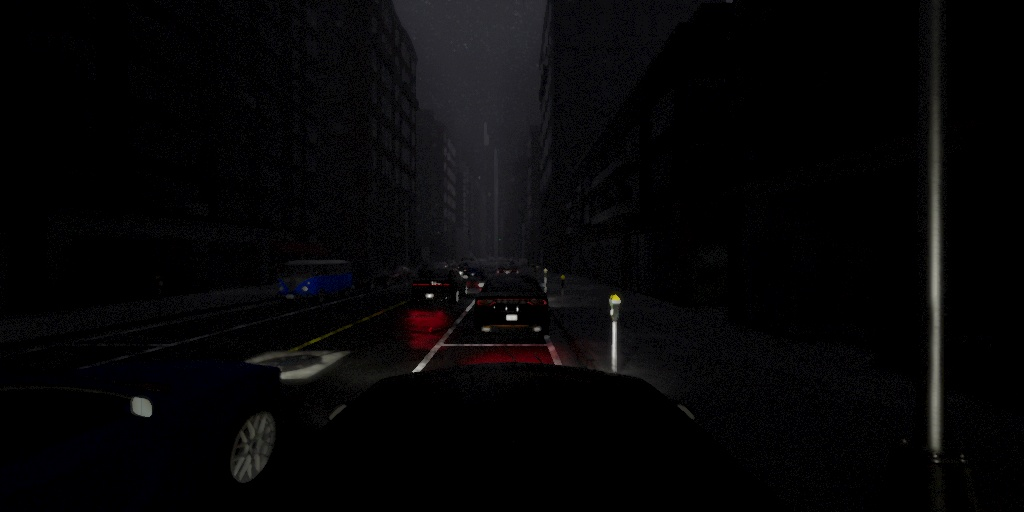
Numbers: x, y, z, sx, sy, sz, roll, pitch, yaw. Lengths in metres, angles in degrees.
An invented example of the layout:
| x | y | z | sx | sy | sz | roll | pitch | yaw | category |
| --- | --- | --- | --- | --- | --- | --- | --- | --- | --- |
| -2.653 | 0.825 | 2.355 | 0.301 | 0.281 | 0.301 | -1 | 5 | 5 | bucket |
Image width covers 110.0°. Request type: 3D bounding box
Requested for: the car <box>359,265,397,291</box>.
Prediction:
| x | y | z | sx | sy | sz | roll | pitch | yaw | category |
| --- | --- | --- | --- | --- | --- | --- | --- | --- | --- |
| -8.813 | 1.317 | 21.829 | 1.948 | 1.339 | 4.313 | 0 | 0 | 0 | car |

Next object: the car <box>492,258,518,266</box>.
| x | y | z | sx | sy | sz | roll | pitch | yaw | category |
| --- | --- | --- | --- | --- | --- | --- | --- | --- | --- |
| -0.288 | 1.192 | 27.330 | 1.967 | 1.591 | 4.097 | 0 | 0 | 0 | car |

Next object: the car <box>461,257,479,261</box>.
| x | y | z | sx | sy | sz | roll | pitch | yaw | category |
| --- | --- | --- | --- | --- | --- | --- | --- | --- | --- |
| -6.145 | 1.089 | 50.080 | 2.150 | 2.045 | 5.566 | 0 | 0 | 0 | car |

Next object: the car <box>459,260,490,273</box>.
| x | y | z | sx | sy | sz | roll | pitch | yaw | category |
| --- | --- | --- | --- | --- | --- | --- | --- | --- | --- |
| -3.146 | 1.288 | 31.109 | 1.812 | 1.442 | 4.674 | 0 | 0 | 0 | car |

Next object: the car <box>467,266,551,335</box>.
| x | y | z | sx | sy | sz | roll | pitch | yaw | category |
| --- | --- | --- | --- | --- | --- | --- | --- | --- | --- |
| -0.006 | 1.227 | 10.500 | 1.882 | 1.535 | 5.008 | 0 | 0 | 0 | car |

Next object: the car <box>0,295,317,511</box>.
| x | y | z | sx | sy | sz | roll | pitch | yaw | category |
| --- | --- | --- | --- | --- | --- | --- | --- | --- | --- |
| -3.145 | 1.227 | 1.500 | 1.882 | 1.535 | 5.008 | 0 | 0 | 0 | car |

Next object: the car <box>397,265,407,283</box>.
| x | y | z | sx | sy | sz | roll | pitch | yaw | category |
| --- | --- | --- | --- | --- | --- | --- | --- | --- | --- |
| -8.813 | 1.335 | 27.331 | 1.802 | 1.307 | 4.207 | 0 | 0 | 0 | car |

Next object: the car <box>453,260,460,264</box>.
| x | y | z | sx | sy | sz | roll | pitch | yaw | category |
| --- | --- | --- | --- | --- | --- | --- | --- | --- | --- |
| -8.814 | 1.201 | 49.336 | 1.967 | 1.591 | 4.097 | 0 | 0 | 0 | car |

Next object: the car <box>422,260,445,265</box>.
| x | y | z | sx | sy | sz | roll | pitch | yaw | category |
| --- | --- | --- | --- | --- | --- | --- | --- | --- | --- |
| -8.813 | 1.322 | 38.333 | 1.948 | 1.339 | 4.313 | 0 | 0 | 0 | car |

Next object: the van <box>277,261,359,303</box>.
| x | y | z | sx | sy | sz | roll | pitch | yaw | category |
| --- | --- | --- | --- | --- | --- | --- | --- | --- | --- |
| -8.813 | 1.091 | 16.328 | 1.690 | 1.789 | 3.998 | 0 | 0 | 0 | van |

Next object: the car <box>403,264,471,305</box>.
| x | y | z | sx | sy | sz | roll | pitch | yaw | category |
| --- | --- | --- | --- | --- | --- | --- | --- | --- | --- |
| -3.145 | 1.268 | 16.109 | 1.837 | 1.490 | 4.892 | 0 | 0 | 0 | car |

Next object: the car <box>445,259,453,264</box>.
| x | y | z | sx | sy | sz | roll | pitch | yaw | category |
| --- | --- | --- | --- | --- | --- | --- | --- | --- | --- |
| -8.814 | 1.341 | 43.834 | 1.802 | 1.307 | 4.207 | 0 | 0 | 0 | car |
